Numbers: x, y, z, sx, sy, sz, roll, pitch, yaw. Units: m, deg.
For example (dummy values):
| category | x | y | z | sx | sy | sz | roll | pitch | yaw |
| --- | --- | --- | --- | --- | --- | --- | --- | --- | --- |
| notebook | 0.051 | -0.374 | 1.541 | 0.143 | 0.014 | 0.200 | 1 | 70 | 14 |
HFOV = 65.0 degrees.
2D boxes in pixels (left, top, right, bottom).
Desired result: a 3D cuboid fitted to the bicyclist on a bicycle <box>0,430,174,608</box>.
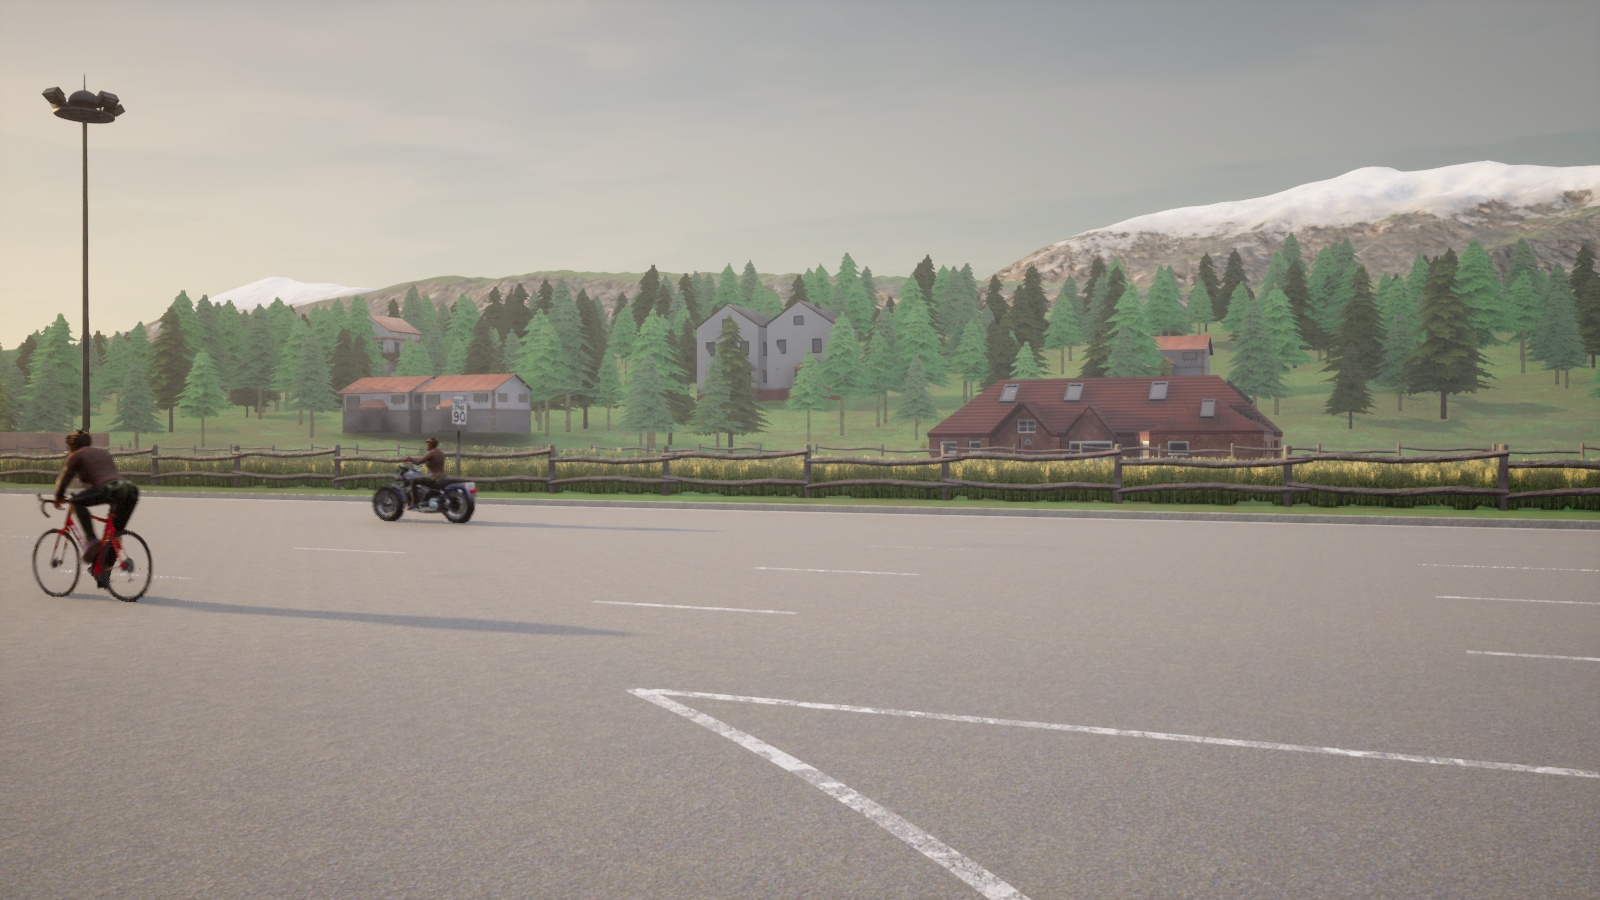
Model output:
| category | x | y | z | sx | sy | sz | roll | pitch | yaw |
| --- | --- | --- | --- | --- | --- | --- | --- | --- | --- |
| bicyclist on a bicycle | -6.846 | 0.629 | 12.029 | 1.656 | 1.620 | 0.582 | 0 | 0 | 23 |

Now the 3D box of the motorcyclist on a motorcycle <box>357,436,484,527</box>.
| category | x | y | z | sx | sy | sz | roll | pitch | yaw |
| --- | --- | --- | --- | --- | --- | --- | --- | --- | --- |
| motorcyclist on a motorcycle | -7.136 | 0.563 | 23.586 | 2.350 | 1.649 | 0.766 | 0 | 0 | 23 |
